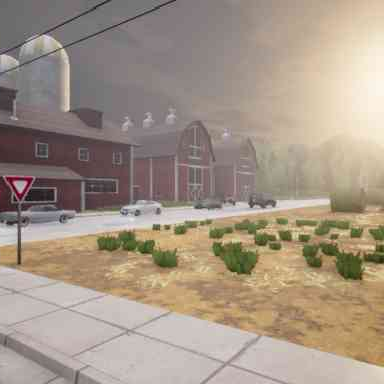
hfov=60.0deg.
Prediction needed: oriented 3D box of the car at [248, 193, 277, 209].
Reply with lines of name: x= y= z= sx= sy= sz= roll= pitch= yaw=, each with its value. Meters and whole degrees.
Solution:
car: x=9.788 y=1.195 z=46.099 sx=2.150 sy=2.045 sz=5.566 roll=0 pitch=0 yaw=36

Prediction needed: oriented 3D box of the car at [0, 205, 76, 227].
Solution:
car: x=-10.576 y=1.574 z=23.002 sx=1.895 sy=1.301 sz=4.718 roll=0 pitch=0 yaw=35

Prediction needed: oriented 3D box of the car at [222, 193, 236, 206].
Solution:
car: x=5.845 y=1.118 z=53.980 sx=1.905 sy=1.878 sz=3.866 roll=6 pitch=1 yaw=-8

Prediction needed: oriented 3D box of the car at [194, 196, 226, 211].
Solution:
car: x=2.009 y=1.535 z=41.192 sx=1.994 sy=1.385 sz=4.181 roll=0 pitch=0 yaw=35

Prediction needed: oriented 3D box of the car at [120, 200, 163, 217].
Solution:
car: x=-4.689 y=1.499 z=31.500 sx=1.812 sy=1.442 sz=4.674 roll=0 pitch=0 yaw=34
